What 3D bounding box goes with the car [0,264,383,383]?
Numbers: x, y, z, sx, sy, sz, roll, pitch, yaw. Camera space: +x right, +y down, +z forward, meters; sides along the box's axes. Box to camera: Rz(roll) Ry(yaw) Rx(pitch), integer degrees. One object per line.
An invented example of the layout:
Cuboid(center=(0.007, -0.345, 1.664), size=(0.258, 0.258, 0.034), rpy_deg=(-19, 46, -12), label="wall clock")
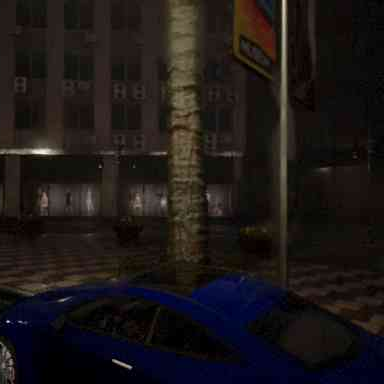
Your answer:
Cuboid(center=(-0.287, 1.528, 3.480), size=(4.674, 1.442, 1.812), rpy_deg=(0, 0, 35), label="car")
